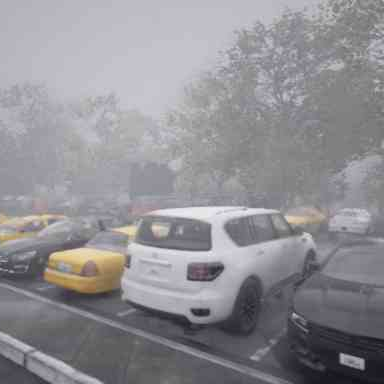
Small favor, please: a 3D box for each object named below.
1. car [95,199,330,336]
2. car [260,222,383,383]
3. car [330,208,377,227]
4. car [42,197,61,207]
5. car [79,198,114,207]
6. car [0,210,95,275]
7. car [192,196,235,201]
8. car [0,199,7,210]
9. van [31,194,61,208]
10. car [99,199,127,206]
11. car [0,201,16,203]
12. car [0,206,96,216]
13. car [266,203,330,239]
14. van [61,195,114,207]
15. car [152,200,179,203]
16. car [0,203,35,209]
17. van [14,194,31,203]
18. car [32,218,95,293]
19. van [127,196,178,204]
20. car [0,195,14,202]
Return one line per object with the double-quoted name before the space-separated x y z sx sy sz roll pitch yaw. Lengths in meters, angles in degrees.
"car" 0.985 1.318 7.310 2.435 2.045 5.566 0 0 36
"car" 3.217 1.580 5.662 2.097 1.535 5.008 0 0 36
"car" 8.657 1.602 17.865 2.002 1.452 4.674 0 0 36
"car" -11.508 1.519 32.507 2.097 1.535 5.008 0 0 36
"car" -7.012 1.532 29.274 2.163 1.488 4.792 0 0 36
"car" -3.523 1.548 10.554 2.231 1.521 4.892 0 0 36
"car" 1.951 1.277 22.770 2.435 2.045 5.566 0 0 36
"car" -27.305 1.649 43.967 2.002 1.452 4.674 0 0 36
"van" -13.686 1.306 34.225 1.878 1.987 4.442 0 0 36
"car" -4.876 1.531 27.724 2.163 1.488 4.792 0 0 36
"car" -12.404 1.506 17.219 1.946 1.575 5.366 0 0 36
"car" -5.883 1.532 12.029 1.946 1.575 5.366 0 0 36
"car" 6.308 1.548 19.344 1.946 1.575 5.366 0 0 36
"van" -9.321 1.283 30.780 1.878 1.987 4.442 0 0 36
"car" -0.325 1.546 24.351 2.163 1.488 4.792 0 0 36
"car" -10.474 1.511 15.361 1.946 1.575 5.366 0 0 36
"van" -16.065 1.319 35.663 1.878 1.987 4.442 0 0 36
"car" -1.171 1.555 9.069 1.946 1.575 5.366 0 0 36
"van" -2.581 1.281 26.167 1.878 1.987 4.442 0 0 36
"car" -18.254 1.306 37.361 2.435 2.045 5.566 0 0 36
